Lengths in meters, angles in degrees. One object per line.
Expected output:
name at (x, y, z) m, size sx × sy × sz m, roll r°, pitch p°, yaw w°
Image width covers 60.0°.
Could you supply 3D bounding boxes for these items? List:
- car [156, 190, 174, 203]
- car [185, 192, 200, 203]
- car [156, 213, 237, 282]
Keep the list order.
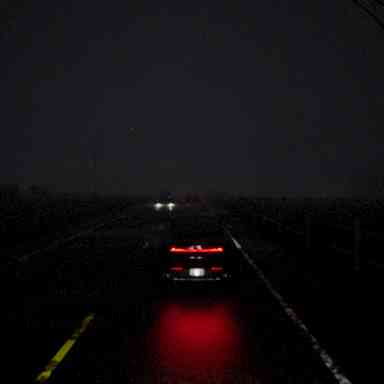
car at (-3.560, 0.578, 44.544) m, size 2.097 × 1.767 × 4.553 m, roll 0°, pitch 1°, yaw 0°
car at (0.103, 0.692, 46.042) m, size 2.128 × 1.511 × 4.902 m, roll 0°, pitch 1°, yaw 0°
car at (0.100, 1.342, 9.181) m, size 1.837 × 1.490 × 4.892 m, roll 0°, pitch 1°, yaw 0°
